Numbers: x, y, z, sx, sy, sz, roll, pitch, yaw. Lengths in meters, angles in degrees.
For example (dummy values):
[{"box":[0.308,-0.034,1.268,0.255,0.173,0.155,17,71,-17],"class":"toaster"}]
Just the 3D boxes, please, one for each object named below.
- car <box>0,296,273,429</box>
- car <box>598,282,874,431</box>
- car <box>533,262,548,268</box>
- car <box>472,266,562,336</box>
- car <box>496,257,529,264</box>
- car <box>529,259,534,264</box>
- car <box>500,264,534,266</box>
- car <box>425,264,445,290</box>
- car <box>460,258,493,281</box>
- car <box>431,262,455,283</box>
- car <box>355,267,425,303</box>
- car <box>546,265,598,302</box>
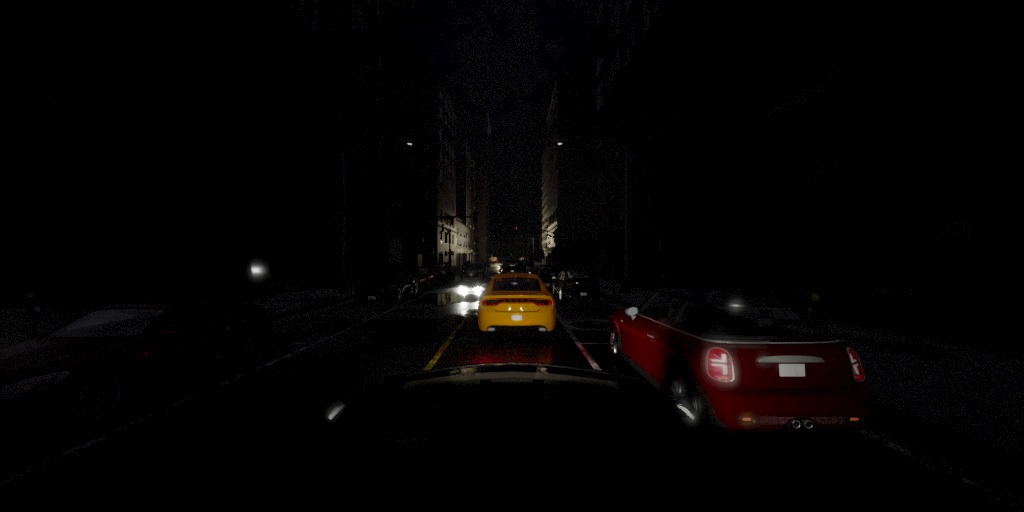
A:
[{"box":[-5.661,1.332,5.616,1.802,1.307,4.207,0,0,0],"class":"car"},{"box":[2.864,1.189,5.599,1.967,1.591,4.097,0,0,0],"class":"car"},{"box":[2.907,1.317,27.604,1.948,1.339,4.313,0,0,0],"class":"car"},{"box":[0.114,1.227,10.487,1.882,1.535,5.008,0,0,0],"class":"car"},{"box":[0.081,1.104,28.207,2.097,1.767,4.553,0,0,1],"class":"car"},{"box":[3.013,1.229,64.693,1.967,1.591,4.097,0,0,0],"class":"car"},{"box":[0.135,1.314,19.475,1.994,1.385,4.181,0,0,0],"class":"car"},{"box":[-5.630,1.333,22.119,1.802,1.307,4.207,0,0,0],"class":"car"},{"box":[-2.949,1.083,28.389,2.128,1.511,4.902,0,0,0],"class":"car"},{"box":[-5.619,1.191,27.621,1.967,1.591,4.097,0,0,0],"class":"car"},{"box":[-5.640,1.316,16.618,1.948,1.339,4.313,0,0,0],"class":"car"},{"box":[2.885,1.300,16.601,2.007,1.370,4.403,0,0,0],"class":"car"}]
